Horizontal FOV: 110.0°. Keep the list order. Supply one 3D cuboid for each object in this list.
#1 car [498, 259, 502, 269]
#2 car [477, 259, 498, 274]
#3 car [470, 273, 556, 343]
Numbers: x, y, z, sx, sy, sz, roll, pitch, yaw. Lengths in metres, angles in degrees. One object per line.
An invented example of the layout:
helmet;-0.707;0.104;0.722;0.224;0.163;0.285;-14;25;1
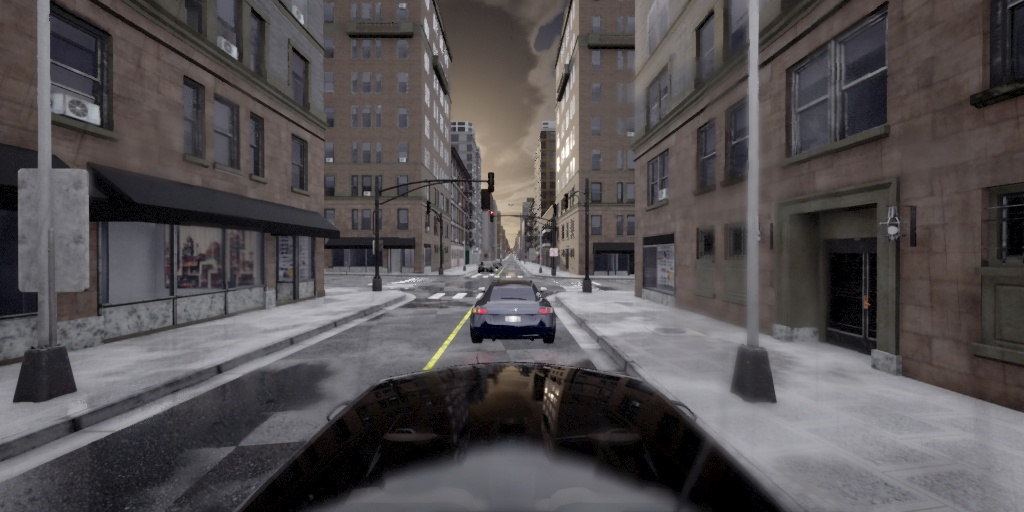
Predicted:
car;-3.046;1.379;57.132;2.033;1.411;5.357;0;0;0
car;-3.063;1.304;43.103;1.837;1.490;4.892;0;1;0
car;0.017;1.315;9.668;1.994;1.385;4.181;0;0;0
